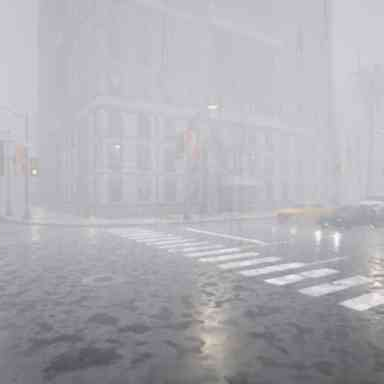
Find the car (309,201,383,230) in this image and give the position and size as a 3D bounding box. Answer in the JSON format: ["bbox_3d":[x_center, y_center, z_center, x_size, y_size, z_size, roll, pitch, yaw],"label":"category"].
[{"bbox_3d":[10.086,1.521,20.933,5.357,1.411,2.033,0,0,-33],"label":"car"}]

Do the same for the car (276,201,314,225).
[{"bbox_3d":[8.178,1.449,23.863,5.008,1.535,1.882,0,0,-33],"label":"car"}]

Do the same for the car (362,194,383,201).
[{"bbox_3d":[16.697,1.184,29.433,5.566,2.045,2.150,0,0,-33],"label":"car"}]
